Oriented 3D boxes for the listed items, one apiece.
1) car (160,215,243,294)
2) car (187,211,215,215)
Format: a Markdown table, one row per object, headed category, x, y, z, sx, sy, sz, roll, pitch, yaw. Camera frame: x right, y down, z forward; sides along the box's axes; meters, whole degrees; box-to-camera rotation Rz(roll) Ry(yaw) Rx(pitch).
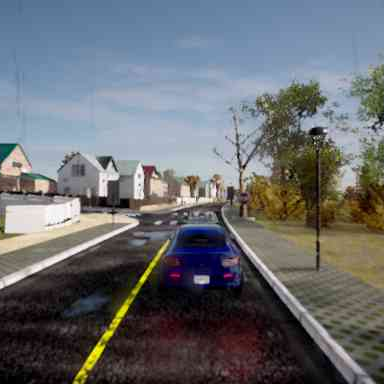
| category | x | y | z | sx | sy | sz | roll | pitch | yaw |
| --- | --- | --- | --- | --- | --- | --- | --- | --- | --- |
| car | 0.227 | 1.564 | 8.778 | 1.812 | 1.442 | 4.674 | 0 | -1 | 1 |
| car | 0.521 | 1.691 | 18.266 | 1.895 | 1.301 | 4.718 | 0 | 0 | 2 |
